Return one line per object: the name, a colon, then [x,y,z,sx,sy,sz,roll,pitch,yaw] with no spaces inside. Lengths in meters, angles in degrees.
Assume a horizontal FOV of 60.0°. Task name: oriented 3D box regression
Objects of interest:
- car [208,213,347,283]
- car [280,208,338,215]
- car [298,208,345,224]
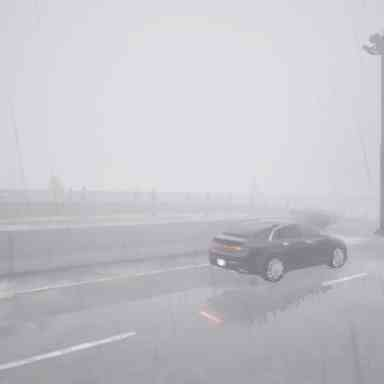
car: [2.731,1.592,9.988,4.892,1.490,1.837,1,0,-35]
car: [7.004,1.796,21.857,5.357,1.411,2.033,2,-1,-35]
car: [13.760,2.572,35.214,5.357,1.411,2.033,6,-3,-35]
